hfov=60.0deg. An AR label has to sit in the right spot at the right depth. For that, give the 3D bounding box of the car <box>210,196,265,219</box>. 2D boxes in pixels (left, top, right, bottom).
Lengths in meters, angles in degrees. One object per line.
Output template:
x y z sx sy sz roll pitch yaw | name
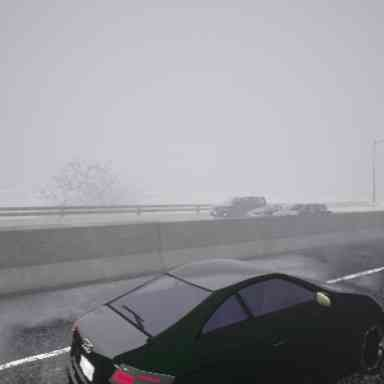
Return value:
4.143 1.381 28.313 5.566 2.045 2.150 1 0 -35 | car

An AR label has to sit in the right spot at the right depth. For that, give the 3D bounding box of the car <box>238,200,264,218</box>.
6.284 1.652 25.534 4.902 1.511 2.128 1 0 -35 | car

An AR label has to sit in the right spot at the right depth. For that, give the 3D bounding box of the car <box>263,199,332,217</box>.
7.238 1.501 21.932 4.553 1.767 2.097 1 0 -35 | car

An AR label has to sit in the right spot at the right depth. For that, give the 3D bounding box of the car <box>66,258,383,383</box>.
0.667 1.586 4.211 4.181 1.385 1.994 1 0 -35 | car
